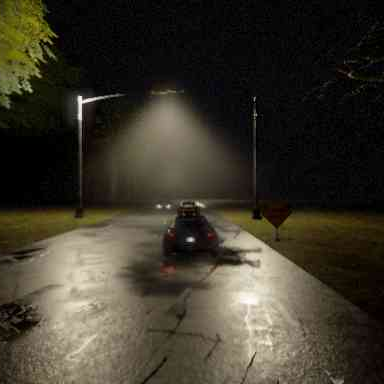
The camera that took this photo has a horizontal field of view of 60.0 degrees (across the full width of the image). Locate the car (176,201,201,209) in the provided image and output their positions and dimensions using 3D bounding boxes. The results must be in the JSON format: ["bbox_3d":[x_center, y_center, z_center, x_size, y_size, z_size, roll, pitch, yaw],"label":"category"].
[{"bbox_3d":[-0.292,1.519,27.965,1.837,1.490,4.892,0,0,-1],"label":"car"}]

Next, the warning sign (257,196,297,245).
[{"bbox_3d":[3.438,1.124,13.538,1.300,1.860,1.060,-2,-2,-1],"label":"warning sign"}]

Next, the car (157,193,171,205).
[{"bbox_3d":[-4.865,1.239,58.432,2.150,2.045,5.566,0,0,-2],"label":"car"}]

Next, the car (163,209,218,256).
[{"bbox_3d":[-0.047,1.572,13.151,1.994,1.385,4.181,0,0,0],"label":"car"}]
